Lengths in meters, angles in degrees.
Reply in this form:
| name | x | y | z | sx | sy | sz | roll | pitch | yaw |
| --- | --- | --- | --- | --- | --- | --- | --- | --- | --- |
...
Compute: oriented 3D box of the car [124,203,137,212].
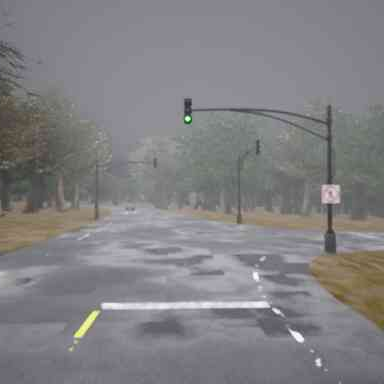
| name | x | y | z | sx | sy | sz | roll | pitch | yaw |
| --- | --- | --- | --- | --- | --- | --- | --- | --- | --- |
| car | -11.153 | 2.742 | 60.035 | 1.837 | 1.490 | 4.892 | 0 | -1 | -13 |
